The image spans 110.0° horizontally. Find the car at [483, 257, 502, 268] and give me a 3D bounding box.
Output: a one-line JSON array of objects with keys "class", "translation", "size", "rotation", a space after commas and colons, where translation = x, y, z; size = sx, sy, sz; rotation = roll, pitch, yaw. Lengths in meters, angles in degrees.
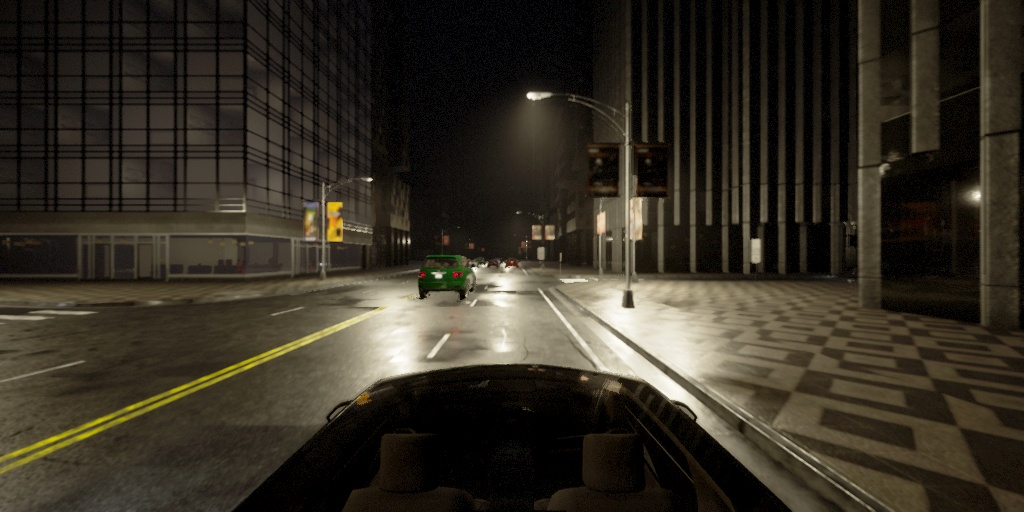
[{"class": "car", "translation": [-3.234, 1.237, 61.615], "size": [2.033, 1.411, 5.357], "rotation": [0, 0, 1]}]

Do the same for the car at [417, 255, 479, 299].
[{"class": "car", "translation": [-3.154, 0.974, 18.113], "size": [2.150, 2.045, 5.566], "rotation": [0, 0, 0]}]

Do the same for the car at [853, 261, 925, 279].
[{"class": "car", "translation": [32.282, 1.229, 30.791], "size": [5.008, 1.535, 1.882], "rotation": [0, 0, 0]}]

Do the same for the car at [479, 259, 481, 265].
[{"class": "car", "translation": [-6.563, 1.299, 57.384], "size": [1.895, 1.301, 4.718], "rotation": [0, 0, 1]}]

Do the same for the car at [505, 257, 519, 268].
[{"class": "car", "translation": [-0.002, 1.047, 58.973], "size": [2.097, 1.767, 4.553], "rotation": [0, 0, 0]}]
